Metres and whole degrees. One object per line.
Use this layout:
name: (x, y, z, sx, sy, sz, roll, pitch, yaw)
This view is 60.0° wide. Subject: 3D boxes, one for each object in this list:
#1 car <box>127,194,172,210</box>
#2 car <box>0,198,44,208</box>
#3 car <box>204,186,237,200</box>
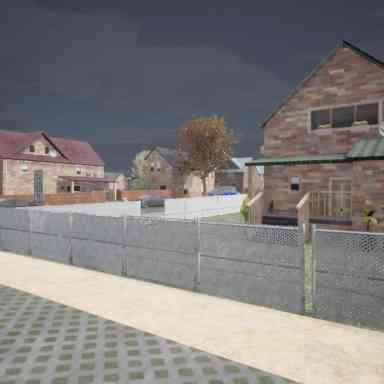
car: (-4.068, 0.916, 32.084, 2.033, 1.411, 5.357, 1, 2, 35)
car: (-11.896, 1.166, 21.026, 1.882, 1.535, 5.008, 1, 2, 34)
car: (3.821, 0.274, 43.112, 2.150, 2.045, 5.566, 1, 2, 36)
